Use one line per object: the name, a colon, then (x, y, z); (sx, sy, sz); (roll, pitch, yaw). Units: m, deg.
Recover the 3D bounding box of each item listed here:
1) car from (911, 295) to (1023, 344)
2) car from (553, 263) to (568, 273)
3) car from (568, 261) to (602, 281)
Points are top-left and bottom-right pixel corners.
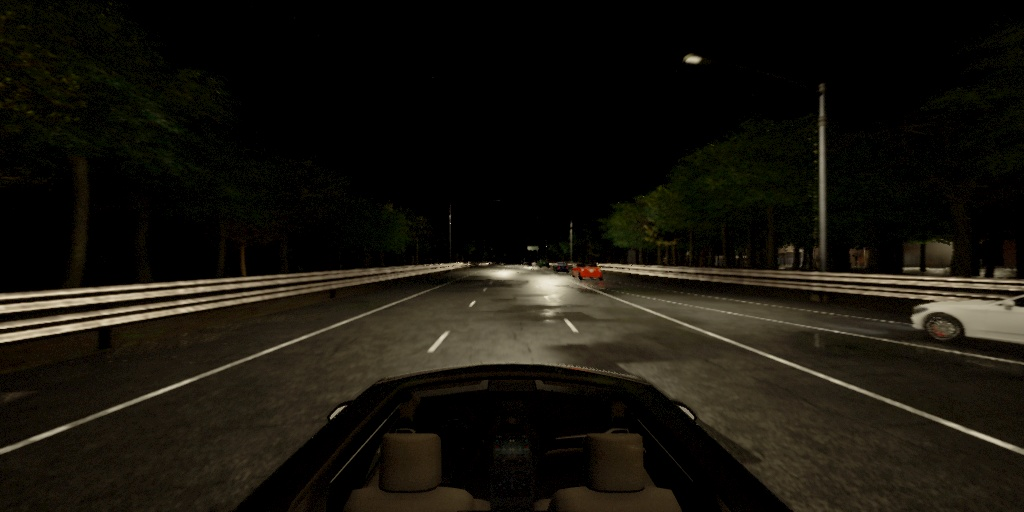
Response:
car: (11.578, 1.348, 7.348); (1.812, 1.442, 4.674); (0, 0, -17)
car: (7.018, 1.713, 51.797); (2.033, 1.411, 5.357); (0, 0, 0)
car: (7.132, 1.376, 34.625); (2.097, 1.767, 4.553); (0, 0, -2)
